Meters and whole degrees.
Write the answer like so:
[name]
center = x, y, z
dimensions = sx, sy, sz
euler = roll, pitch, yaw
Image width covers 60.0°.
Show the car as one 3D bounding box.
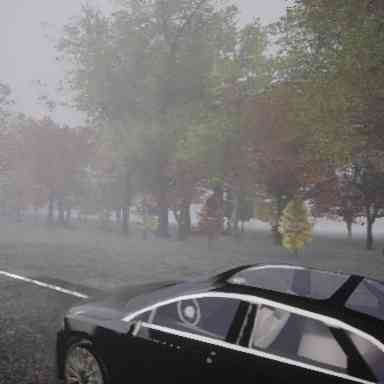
[car]
center = 0.621, 1.498, 3.251
dimensions = 4.902, 1.511, 2.128
euler = 0, 0, 36
